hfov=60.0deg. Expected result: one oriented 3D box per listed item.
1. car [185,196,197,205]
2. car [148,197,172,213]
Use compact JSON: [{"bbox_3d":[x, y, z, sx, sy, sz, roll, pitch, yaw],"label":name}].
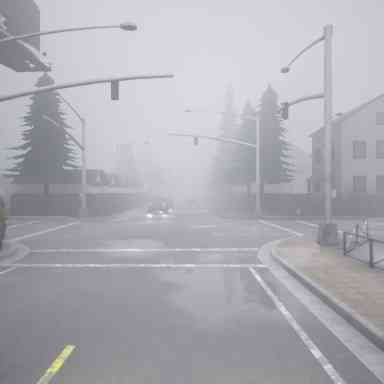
[{"bbox_3d":[-0.121,1.492,59.259,2.128,1.511,4.902,0,0,0],"label":"car"},{"bbox_3d":[-3.674,1.352,37.056,2.097,1.767,4.553,0,0,0],"label":"car"}]
